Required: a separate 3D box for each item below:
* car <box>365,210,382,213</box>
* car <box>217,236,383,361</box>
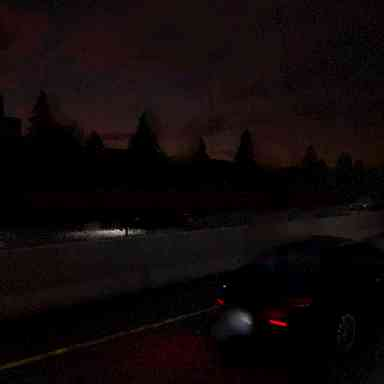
[{"bbox_3d":[17.828,1.601,31.263,1.895,1.301,4.718,0,0,43],"label":"car"},{"bbox_3d":[2.502,1.526,5.934,4.674,1.442,1.812,0,0,-39],"label":"car"}]
